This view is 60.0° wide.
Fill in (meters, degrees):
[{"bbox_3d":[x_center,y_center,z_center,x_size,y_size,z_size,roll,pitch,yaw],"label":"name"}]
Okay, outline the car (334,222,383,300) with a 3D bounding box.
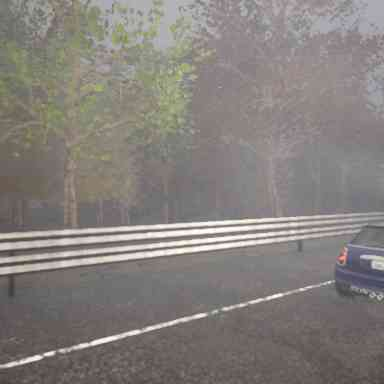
[{"bbox_3d":[5.262,1.423,7.487,4.553,1.767,2.097,1,0,-35],"label":"car"}]
